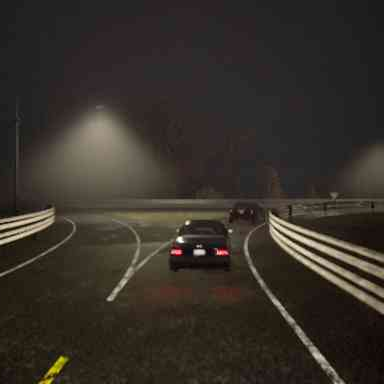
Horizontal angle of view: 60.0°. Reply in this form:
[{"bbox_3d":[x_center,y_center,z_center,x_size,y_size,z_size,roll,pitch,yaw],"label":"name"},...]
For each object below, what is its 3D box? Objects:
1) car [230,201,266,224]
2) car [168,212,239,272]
[{"bbox_3d":[4.519,1.530,26.618,2.097,1.767,4.553,0,0,24],"label":"car"},{"bbox_3d":[0.382,1.622,11.099,2.033,1.411,5.357,0,0,4],"label":"car"}]
